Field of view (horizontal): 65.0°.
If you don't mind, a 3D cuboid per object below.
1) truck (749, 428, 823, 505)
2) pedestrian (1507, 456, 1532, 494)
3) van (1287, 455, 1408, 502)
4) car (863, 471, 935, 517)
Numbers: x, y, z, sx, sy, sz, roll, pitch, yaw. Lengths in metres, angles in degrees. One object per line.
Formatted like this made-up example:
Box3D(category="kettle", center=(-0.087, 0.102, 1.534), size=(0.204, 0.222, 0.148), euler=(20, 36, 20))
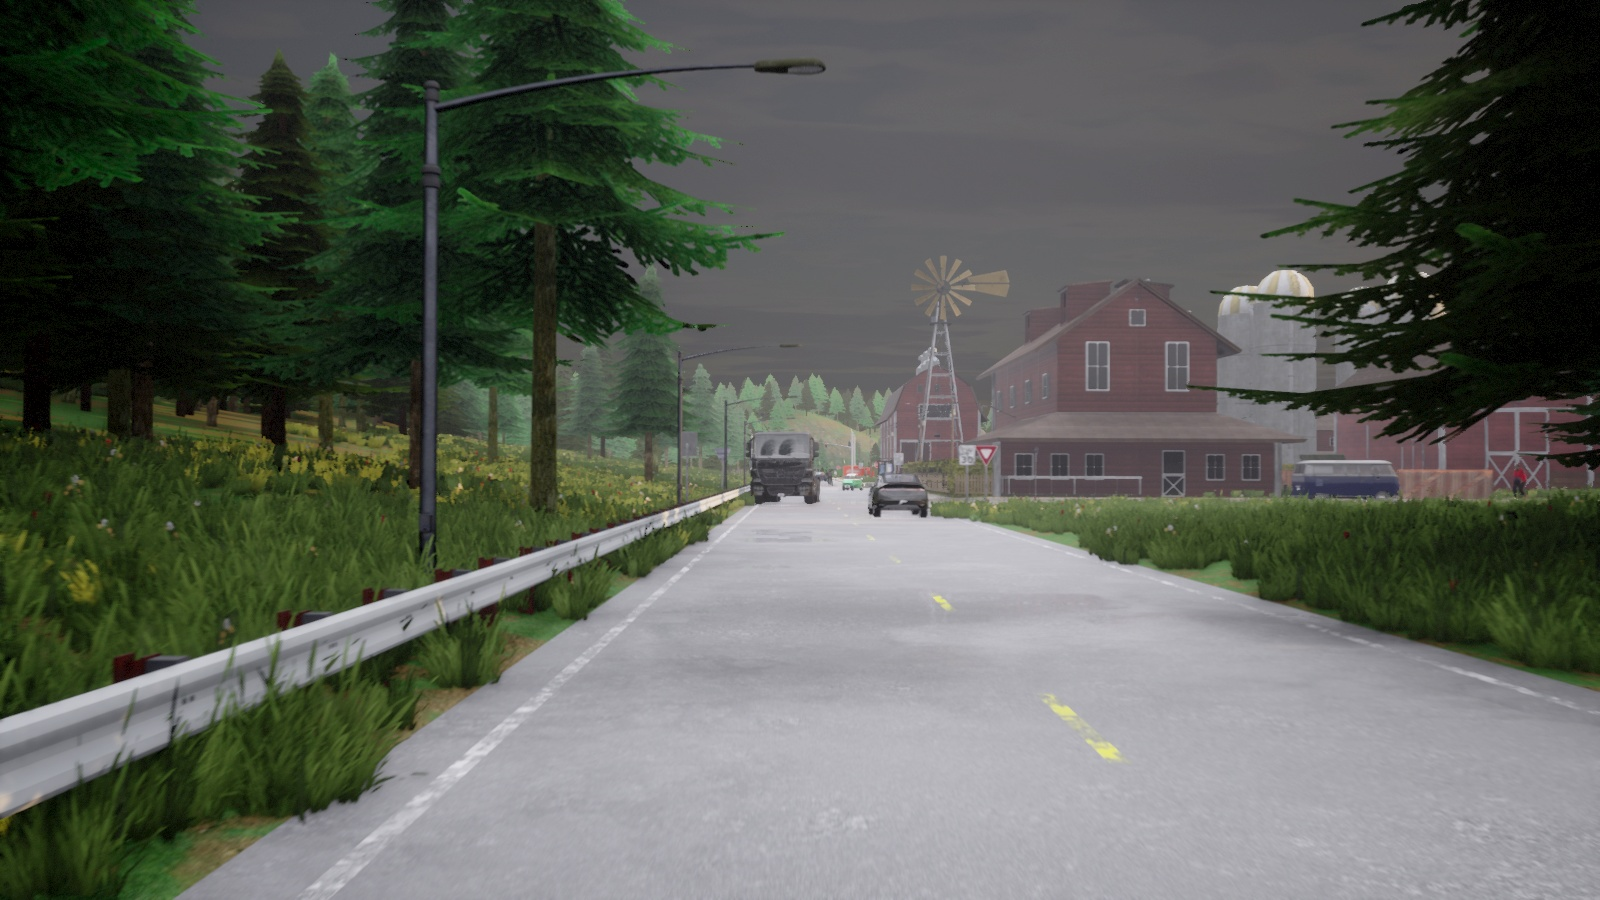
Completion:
Box3D(category="truck", center=(-0.556, 0.847, 60.840), size=(2.891, 3.462, 7.936), euler=(-1, -1, 4))
Box3D(category="pedestrian", center=(35.547, 1.227, 62.073), size=(0.899, 1.844, 0.634), euler=(0, -1, -20))
Box3D(category="van", center=(23.660, 1.243, 54.348), size=(4.442, 1.987, 1.775), euler=(0, -1, 0))
Box3D(category="car", center=(3.393, 1.492, 43.902), size=(2.128, 1.511, 4.902), euler=(0, -1, 0))
